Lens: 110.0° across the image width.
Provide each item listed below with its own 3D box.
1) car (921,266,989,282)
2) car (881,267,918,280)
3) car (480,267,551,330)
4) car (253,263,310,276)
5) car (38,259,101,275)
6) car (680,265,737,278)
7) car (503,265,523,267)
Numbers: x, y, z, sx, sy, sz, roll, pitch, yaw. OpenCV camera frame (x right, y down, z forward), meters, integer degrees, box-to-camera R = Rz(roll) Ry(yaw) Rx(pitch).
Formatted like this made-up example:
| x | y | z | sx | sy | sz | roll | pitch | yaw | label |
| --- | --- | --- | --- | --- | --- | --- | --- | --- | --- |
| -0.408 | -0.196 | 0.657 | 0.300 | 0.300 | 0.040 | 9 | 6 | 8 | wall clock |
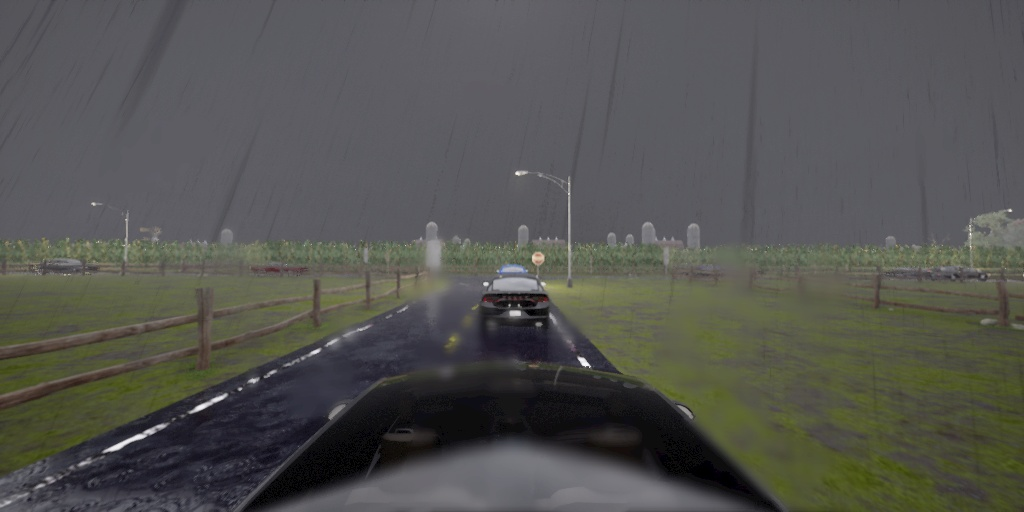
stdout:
| x | y | z | sx | sy | sz | roll | pitch | yaw | label |
| --- | --- | --- | --- | --- | --- | --- | --- | --- | --- |
| 44.076 | 1.727 | 35.507 | 4.902 | 1.511 | 2.128 | 1 | -1 | 0 | car |
| 42.284 | 1.842 | 38.372 | 4.181 | 1.385 | 1.994 | 1 | -1 | 1 | car |
| 0.084 | 1.267 | 11.300 | 1.882 | 1.535 | 5.008 | 0 | 0 | 0 | car |
| -22.883 | 1.311 | 35.706 | 4.718 | 1.301 | 1.895 | 0 | -1 | 0 | car |
| -44.171 | 1.086 | 35.823 | 4.892 | 1.490 | 1.837 | 0 | -1 | 1 | car |
| 21.096 | 1.645 | 38.493 | 5.357 | 1.411 | 2.033 | 0 | -1 | 0 | car |
| 0.037 | 1.311 | 22.631 | 1.882 | 1.535 | 5.008 | 0 | 0 | -1 | car |
